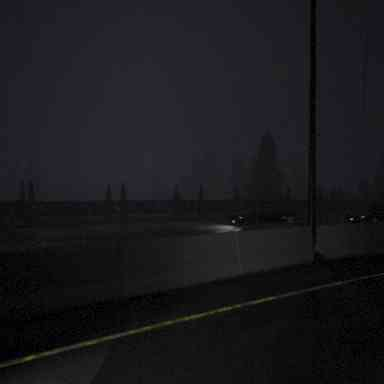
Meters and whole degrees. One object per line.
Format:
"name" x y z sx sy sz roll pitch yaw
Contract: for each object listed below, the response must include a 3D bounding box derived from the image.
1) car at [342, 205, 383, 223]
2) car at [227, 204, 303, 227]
"car" 12.068 1.574 22.004 4.181 1.385 1.994 0 0 -22
"car" 5.104 1.542 22.800 5.357 1.411 2.033 0 0 -25
